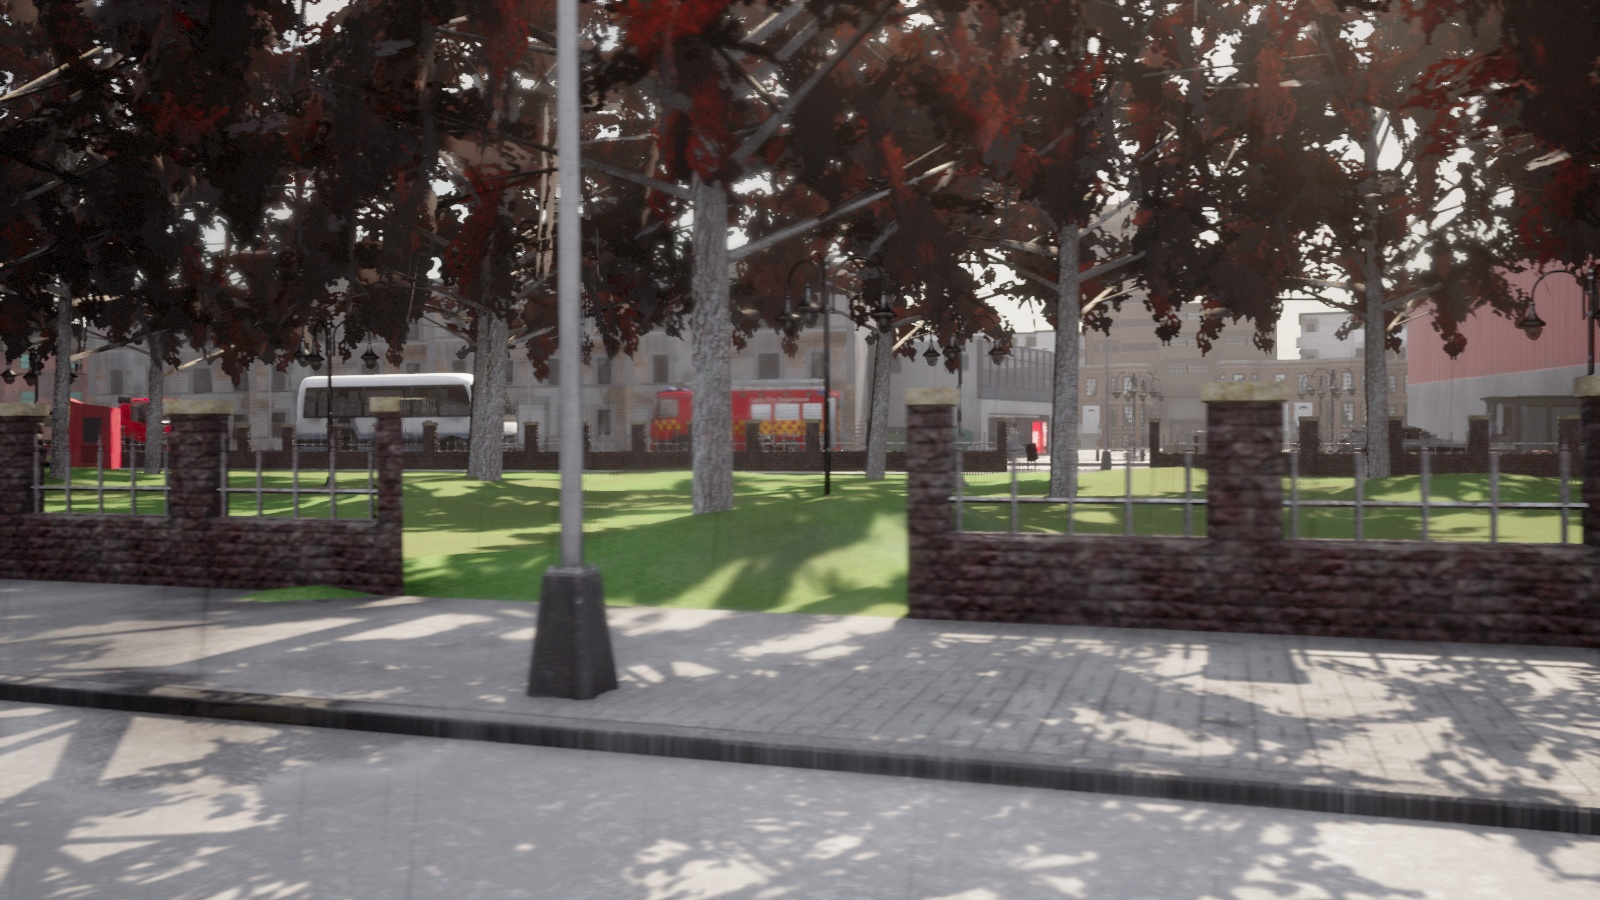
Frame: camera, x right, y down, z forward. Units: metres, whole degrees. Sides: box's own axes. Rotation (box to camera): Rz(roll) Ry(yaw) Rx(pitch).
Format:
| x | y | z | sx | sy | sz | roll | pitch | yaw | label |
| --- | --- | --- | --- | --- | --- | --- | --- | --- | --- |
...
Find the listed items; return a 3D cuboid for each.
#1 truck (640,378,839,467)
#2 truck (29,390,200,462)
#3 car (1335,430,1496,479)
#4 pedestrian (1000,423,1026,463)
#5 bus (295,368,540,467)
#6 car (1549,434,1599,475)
| x | y | z | sx | sy | sz | roll | pitch | yaw | label |
| --- | --- | --- | --- | --- | --- | --- | --- | --- | --- |
| -2.719 | -1.214 | 56.606 | 8.468 | 3.827 | 2.891 | 0 | 1 | 19 | truck |
| -34.411 | -1.192 | 63.091 | 7.936 | 3.462 | 2.891 | 0 | 1 | 18 | truck |
| 21.569 | 0.118 | 44.253 | 4.856 | 1.649 | 2.033 | 0 | 1 | 19 | car |
| 9.964 | -0.348 | 58.704 | 0.900 | 1.855 | 0.874 | 1 | 1 | 31 | pedestrian |
| -17.423 | -1.465 | 57.298 | 10.273 | 4.253 | 3.944 | 0 | 1 | 19 | bus |
| 29.685 | 0.146 | 45.747 | 3.806 | 1.475 | 1.970 | 0 | 1 | 19 | car |
